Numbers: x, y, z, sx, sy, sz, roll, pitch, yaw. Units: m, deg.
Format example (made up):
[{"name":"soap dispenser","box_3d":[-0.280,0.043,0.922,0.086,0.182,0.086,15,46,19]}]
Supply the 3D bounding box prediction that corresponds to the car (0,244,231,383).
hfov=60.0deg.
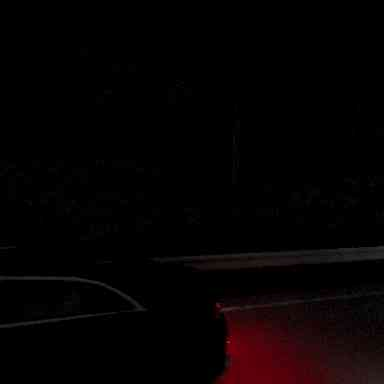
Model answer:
[{"name":"car","box_3d":[-2.040,1.320,3.163,4.902,1.511,2.128,1,2,-18]}]
